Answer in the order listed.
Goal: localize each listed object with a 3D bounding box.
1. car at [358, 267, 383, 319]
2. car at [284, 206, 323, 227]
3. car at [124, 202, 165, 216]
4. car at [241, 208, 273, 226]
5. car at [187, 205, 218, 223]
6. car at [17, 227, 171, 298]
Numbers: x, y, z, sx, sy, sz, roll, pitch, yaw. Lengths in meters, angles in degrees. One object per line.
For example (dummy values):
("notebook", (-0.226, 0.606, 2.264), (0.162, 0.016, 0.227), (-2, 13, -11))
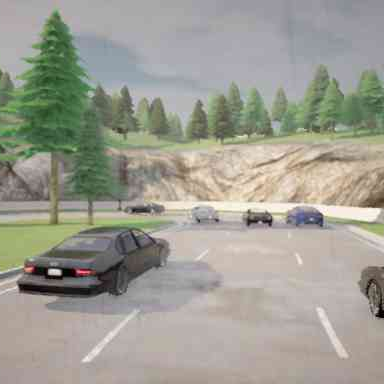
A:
("car", (4.025, 1.608, 4.432), (2.033, 1.411, 5.357), (0, -1, 9))
("car", (8.508, 1.790, 25.626), (1.882, 1.535, 5.008), (1, -1, 4))
("car", (-5.542, 1.925, 38.727), (4.902, 1.511, 2.128), (0, -1, 15))
("car", (4.998, 1.911, 26.000), (1.895, 1.301, 4.718), (0, -1, 3))
("car", (0.929, 1.865, 29.376), (1.812, 1.442, 4.674), (1, -1, -14))
("car", (-2.141, 1.647, 8.973), (2.033, 1.411, 5.357), (0, -1, 13))
